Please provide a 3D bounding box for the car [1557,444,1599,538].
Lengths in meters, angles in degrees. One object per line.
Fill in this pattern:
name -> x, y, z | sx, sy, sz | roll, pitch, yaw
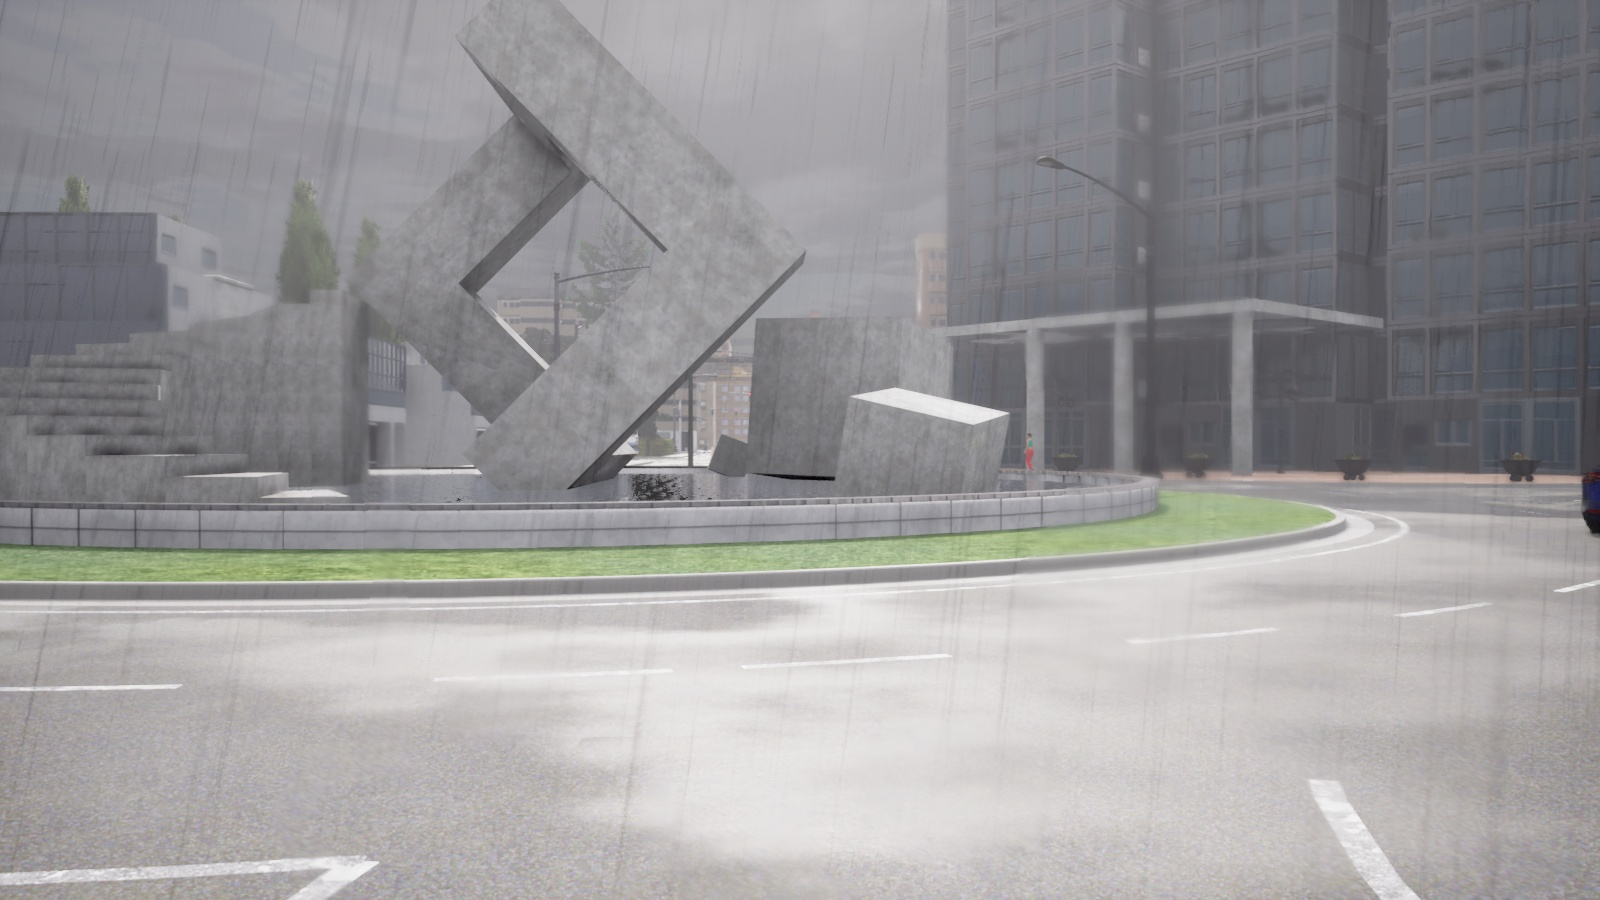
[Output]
car -> 14.919, 0.645, 20.830 | 4.792, 1.488, 2.163 | 0, 0, -33

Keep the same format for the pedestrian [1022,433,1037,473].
pedestrian -> 10.561, 0.117, 57.777 | 0.345, 1.836, 0.594 | 0, 0, -36
